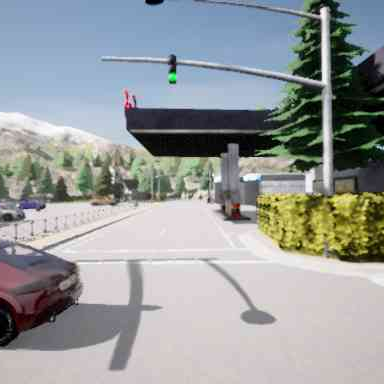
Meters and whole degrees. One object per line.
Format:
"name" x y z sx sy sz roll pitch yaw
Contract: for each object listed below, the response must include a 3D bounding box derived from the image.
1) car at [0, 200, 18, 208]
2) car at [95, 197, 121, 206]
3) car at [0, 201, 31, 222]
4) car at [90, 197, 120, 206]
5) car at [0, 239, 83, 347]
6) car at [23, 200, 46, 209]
"car" -35.050 2.228 62.302 3.806 1.475 1.970 -1 0 0
"car" -16.456 1.843 65.383 4.514 1.523 2.007 -1 0 0
"car" -16.169 1.783 27.990 3.806 1.475 1.970 -1 0 0
"car" -16.388 1.826 62.247 5.027 1.636 2.152 -1 0 0
"car" -4.150 1.549 5.893 4.181 1.385 1.994 0 0 6
"car" -24.003 1.933 50.363 3.633 1.501 1.845 -1 0 0
